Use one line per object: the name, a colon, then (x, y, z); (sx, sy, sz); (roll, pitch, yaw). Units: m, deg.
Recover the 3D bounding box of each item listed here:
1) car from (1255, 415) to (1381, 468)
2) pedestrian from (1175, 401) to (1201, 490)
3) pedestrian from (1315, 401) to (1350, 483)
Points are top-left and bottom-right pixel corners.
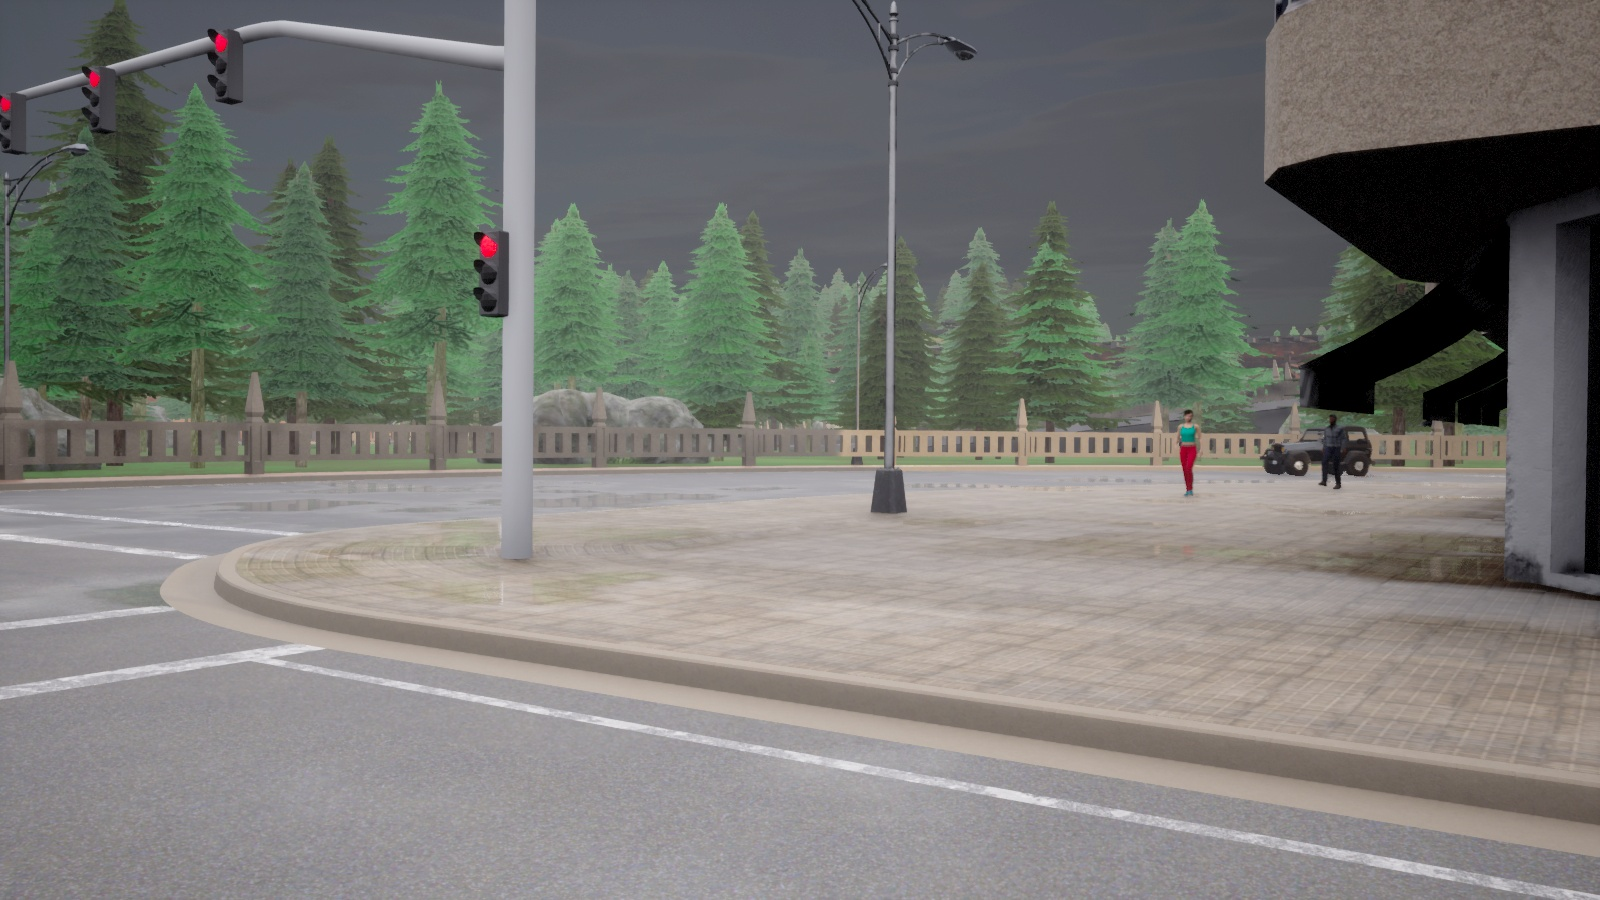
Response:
car: (19.073, -0.333, 46.305); (3.866, 1.878, 1.905); (-1, 1, -7)
pedestrian: (8.129, -0.098, 26.290); (0.345, 1.836, 0.594); (0, 1, 35)
pedestrian: (12.884, -0.202, 30.376); (0.788, 1.949, 0.423); (-1, 1, -34)
